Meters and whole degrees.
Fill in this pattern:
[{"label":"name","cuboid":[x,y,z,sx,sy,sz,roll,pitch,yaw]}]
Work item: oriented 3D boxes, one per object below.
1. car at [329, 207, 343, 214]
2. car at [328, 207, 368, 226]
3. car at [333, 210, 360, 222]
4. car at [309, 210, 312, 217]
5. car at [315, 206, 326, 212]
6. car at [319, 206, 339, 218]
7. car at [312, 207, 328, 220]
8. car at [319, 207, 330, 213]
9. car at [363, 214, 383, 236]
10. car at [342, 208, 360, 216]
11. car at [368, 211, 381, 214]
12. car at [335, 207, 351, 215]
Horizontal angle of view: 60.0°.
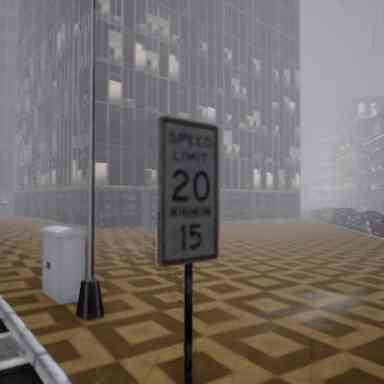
[{"label":"car","cuboid":[31.133,4.016,72.108,1.887,1.381,4.507,-1,-2,10]},{"label":"car","cuboid":[16.454,2.587,35.407,2.192,1.841,5.009,0,-2,10]},{"label":"car","cuboid":[20.636,3.117,44.573,2.033,1.411,5.357,0,-2,11]},{"label":"car","cuboid":[19.422,3.349,51.732,1.947,1.339,4.313,-1,-2,10]},{"label":"car","cuboid":[34.101,4.558,88.440,2.008,1.369,4.403,-1,-2,10]},{"label":"car","cuboid":[22.512,3.244,54.811,2.097,1.767,4.553,0,-2,10]},{"label":"car","cuboid":[18.402,3.133,46.122,1.752,1.417,4.829,0,-2,10]},{"label":"car","cuboid":[33.112,4.410,82.995,1.802,1.307,4.206,-1,-2,10]},{"label":"car","cuboid":[14.476,2.516,24.510,1.802,1.307,4.206,0,-2,10]},{"label":"car","cuboid":[29.155,3.664,61.219,1.887,1.381,4.507,-1,-2,10]},{"label":"car","cuboid":[18.872,2.772,34.890,1.837,1.490,4.892,0,-2,10]},{"label":"car","cuboid":[30.143,3.735,66.668,1.967,1.590,4.097,-1,-2,10]}]
